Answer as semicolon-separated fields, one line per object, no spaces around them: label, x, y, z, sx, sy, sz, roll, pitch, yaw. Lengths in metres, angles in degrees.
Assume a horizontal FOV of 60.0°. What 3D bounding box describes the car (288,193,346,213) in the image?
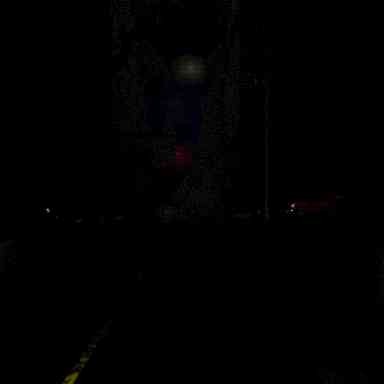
car;12.456;1.110;33.349;5.009;1.841;2.192;-1;1;1

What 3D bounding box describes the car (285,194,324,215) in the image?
car;10.938;1.185;30.622;4.553;1.767;2.097;-1;0;-2

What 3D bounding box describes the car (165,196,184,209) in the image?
car;-2.585;1.553;45.499;1.994;1.385;4.181;0;0;1

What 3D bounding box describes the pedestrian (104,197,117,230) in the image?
pedestrian;-4.620;1.224;18.688;0.375;1.860;0.375;0;0;1

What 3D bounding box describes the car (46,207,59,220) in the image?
car;-13.544;1.507;27.708;4.553;1.767;2.097;-1;0;1

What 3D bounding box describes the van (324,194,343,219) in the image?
van;12.383;1.198;24.825;3.998;1.788;1.690;-1;1;1

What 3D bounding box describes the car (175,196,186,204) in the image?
car;-2.300;1.569;65.947;1.994;1.385;4.181;0;0;0

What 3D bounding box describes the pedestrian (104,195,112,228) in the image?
pedestrian;-4.885;1.132;19.306;0.375;1.860;0.375;0;0;1

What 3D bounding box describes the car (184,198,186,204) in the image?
car;-2.466;1.542;55.763;2.033;1.411;5.357;0;0;1
